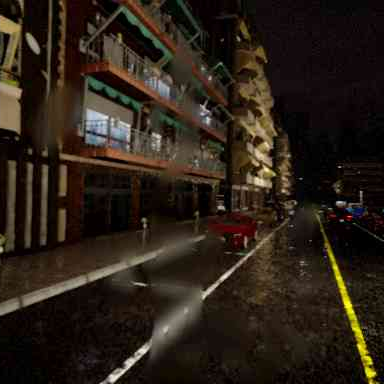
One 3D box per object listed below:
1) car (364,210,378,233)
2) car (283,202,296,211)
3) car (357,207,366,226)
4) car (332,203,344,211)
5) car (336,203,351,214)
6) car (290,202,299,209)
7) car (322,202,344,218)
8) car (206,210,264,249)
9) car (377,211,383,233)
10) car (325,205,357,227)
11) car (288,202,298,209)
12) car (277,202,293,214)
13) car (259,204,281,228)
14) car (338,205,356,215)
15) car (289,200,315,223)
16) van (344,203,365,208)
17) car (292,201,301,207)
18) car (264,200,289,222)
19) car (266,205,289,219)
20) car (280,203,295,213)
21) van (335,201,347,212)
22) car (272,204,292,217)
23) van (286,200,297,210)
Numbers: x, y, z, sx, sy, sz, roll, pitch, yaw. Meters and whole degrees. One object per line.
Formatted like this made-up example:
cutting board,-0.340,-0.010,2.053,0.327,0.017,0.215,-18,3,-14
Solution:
car,13.610,2.160,23.347,1.802,1.307,4.206,1,-1,20
car,16.923,2.539,57.386,1.887,1.381,4.507,1,-1,20
car,15.476,2.259,28.547,1.802,1.307,4.206,1,-1,20
car,28.597,2.917,65.115,1.752,1.417,4.829,1,-1,20
car,24.810,2.622,54.554,1.967,1.590,4.097,1,-1,20
car,22.520,2.888,72.988,1.802,1.307,4.206,1,-1,20
car,16.846,2.330,40.129,1.837,1.490,4.892,1,0,20
car,1.994,1.740,15.778,1.887,1.381,4.507,1,-1,20
car,11.802,2.009,18.306,1.752,1.417,4.829,1,-1,20
car,12.712,2.128,28.571,1.812,1.442,4.674,1,-1,20
car,20.654,2.783,67.787,1.802,1.307,4.206,1,-1,20
car,13.193,2.230,46.984,1.967,1.590,4.097,1,-1,20
car,5.669,1.913,26.021,1.752,1.417,4.829,1,-1,20
car,22.941,2.645,49.352,1.947,1.339,4.313,1,-1,20
car,10.467,1.920,31.587,2.097,1.767,4.553,1,0,20
van,19.214,2.217,38.952,1.690,1.788,3.998,1,-1,20
car,26.253,3.081,83.390,1.947,1.339,4.313,1,-1,20
car,7.597,1.805,31.383,2.192,1.841,5.009,1,-1,20
car,9.459,2.139,36.582,2.008,1.369,4.403,1,-1,20
car,15.057,2.457,52.185,1.947,1.339,4.313,1,-1,20
van,26.678,2.626,59.758,1.690,1.788,3.998,1,-1,20
car,11.325,2.240,41.783,2.008,1.369,4.403,1,-1,20
van,18.794,2.439,62.590,1.690,1.788,3.998,1,-1,20
